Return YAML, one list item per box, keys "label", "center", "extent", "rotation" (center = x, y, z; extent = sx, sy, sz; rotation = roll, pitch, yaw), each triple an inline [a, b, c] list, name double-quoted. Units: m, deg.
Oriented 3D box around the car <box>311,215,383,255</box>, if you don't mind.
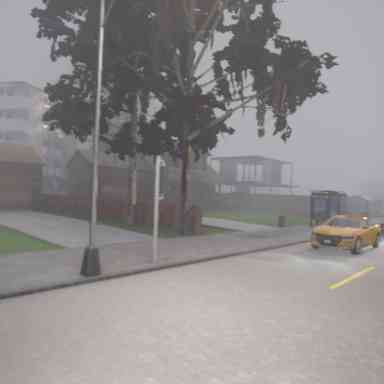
- label: "car"
  center: [7.256, 1.829, 15.471]
  extent: [1.882, 1.535, 5.008]
  rotation: [2, 0, 43]
